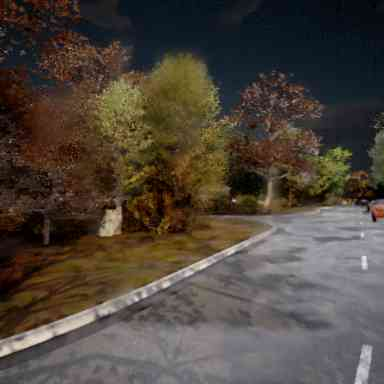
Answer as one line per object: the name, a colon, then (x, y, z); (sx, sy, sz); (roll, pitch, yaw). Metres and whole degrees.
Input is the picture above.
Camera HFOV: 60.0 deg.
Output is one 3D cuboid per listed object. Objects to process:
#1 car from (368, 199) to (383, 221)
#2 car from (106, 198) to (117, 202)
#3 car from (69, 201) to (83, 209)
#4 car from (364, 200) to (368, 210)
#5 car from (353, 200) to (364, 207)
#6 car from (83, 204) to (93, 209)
car: (15.190, 1.291, 26.001); (2.097, 1.767, 4.553); (0, 0, 27)
car: (-20.455, 2.196, 80.828); (5.366, 1.575, 1.946); (0, -1, 27)
car: (-20.316, 2.009, 53.238); (4.553, 1.767, 2.185); (0, 0, 27)
car: (23.025, 1.698, 41.570); (1.994, 1.385, 4.181); (0, -1, 27)
car: (37.882, 2.519, 74.434); (1.837, 1.490, 4.892); (1, -2, 3)
car: (-18.937, 2.161, 56.094); (4.674, 1.452, 2.002); (0, 0, 27)
